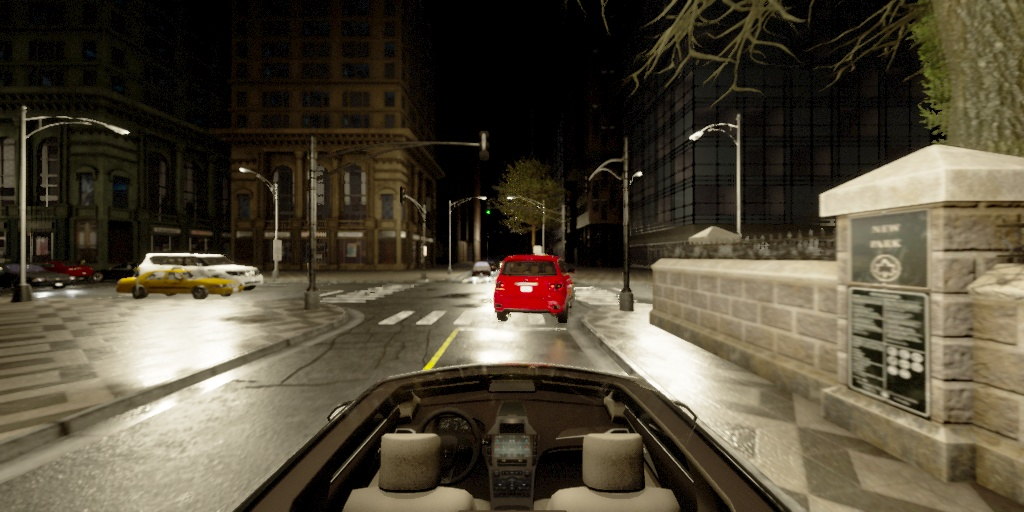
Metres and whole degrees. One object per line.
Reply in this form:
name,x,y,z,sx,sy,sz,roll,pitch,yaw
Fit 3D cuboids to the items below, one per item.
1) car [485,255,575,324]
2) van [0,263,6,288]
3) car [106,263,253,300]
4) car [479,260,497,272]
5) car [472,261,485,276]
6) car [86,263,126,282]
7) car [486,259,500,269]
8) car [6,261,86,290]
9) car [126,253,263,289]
car,0.941,1.000,12.422,2.150,2.045,5.566,0,0,12
van,-26.351,0.877,16.338,3.998,1.789,1.690,0,0,0
car,-14.939,1.183,16.271,4.829,1.417,1.751,0,0,0
car,-3.058,1.267,46.985,2.033,1.411,5.357,0,0,1
car,-3.117,1.309,36.950,2.033,1.411,5.357,0,0,-4
car,-26.310,1.123,24.863,4.313,1.339,1.948,0,0,0
car,-3.001,1.235,56.749,1.994,1.385,4.181,0,0,0
car,-26.604,1.087,19.007,5.357,1.411,2.033,1,0,1
car,-16.370,0.873,18.946,5.566,2.045,2.150,1,0,1
